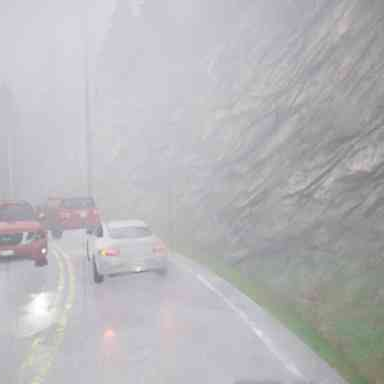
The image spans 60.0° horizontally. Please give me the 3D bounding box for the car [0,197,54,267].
[{"bbox_3d":[-6.337,1.315,11.263,2.150,2.045,5.566,-2,0,-31],"label":"car"}]

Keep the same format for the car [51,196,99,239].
[{"bbox_3d":[-6.968,1.252,18.099,2.150,2.045,5.566,-4,1,-40],"label":"car"}]

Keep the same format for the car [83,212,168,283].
[{"bbox_3d":[-2.026,1.499,9.706,1.812,1.442,4.674,-2,0,-20],"label":"car"}]
